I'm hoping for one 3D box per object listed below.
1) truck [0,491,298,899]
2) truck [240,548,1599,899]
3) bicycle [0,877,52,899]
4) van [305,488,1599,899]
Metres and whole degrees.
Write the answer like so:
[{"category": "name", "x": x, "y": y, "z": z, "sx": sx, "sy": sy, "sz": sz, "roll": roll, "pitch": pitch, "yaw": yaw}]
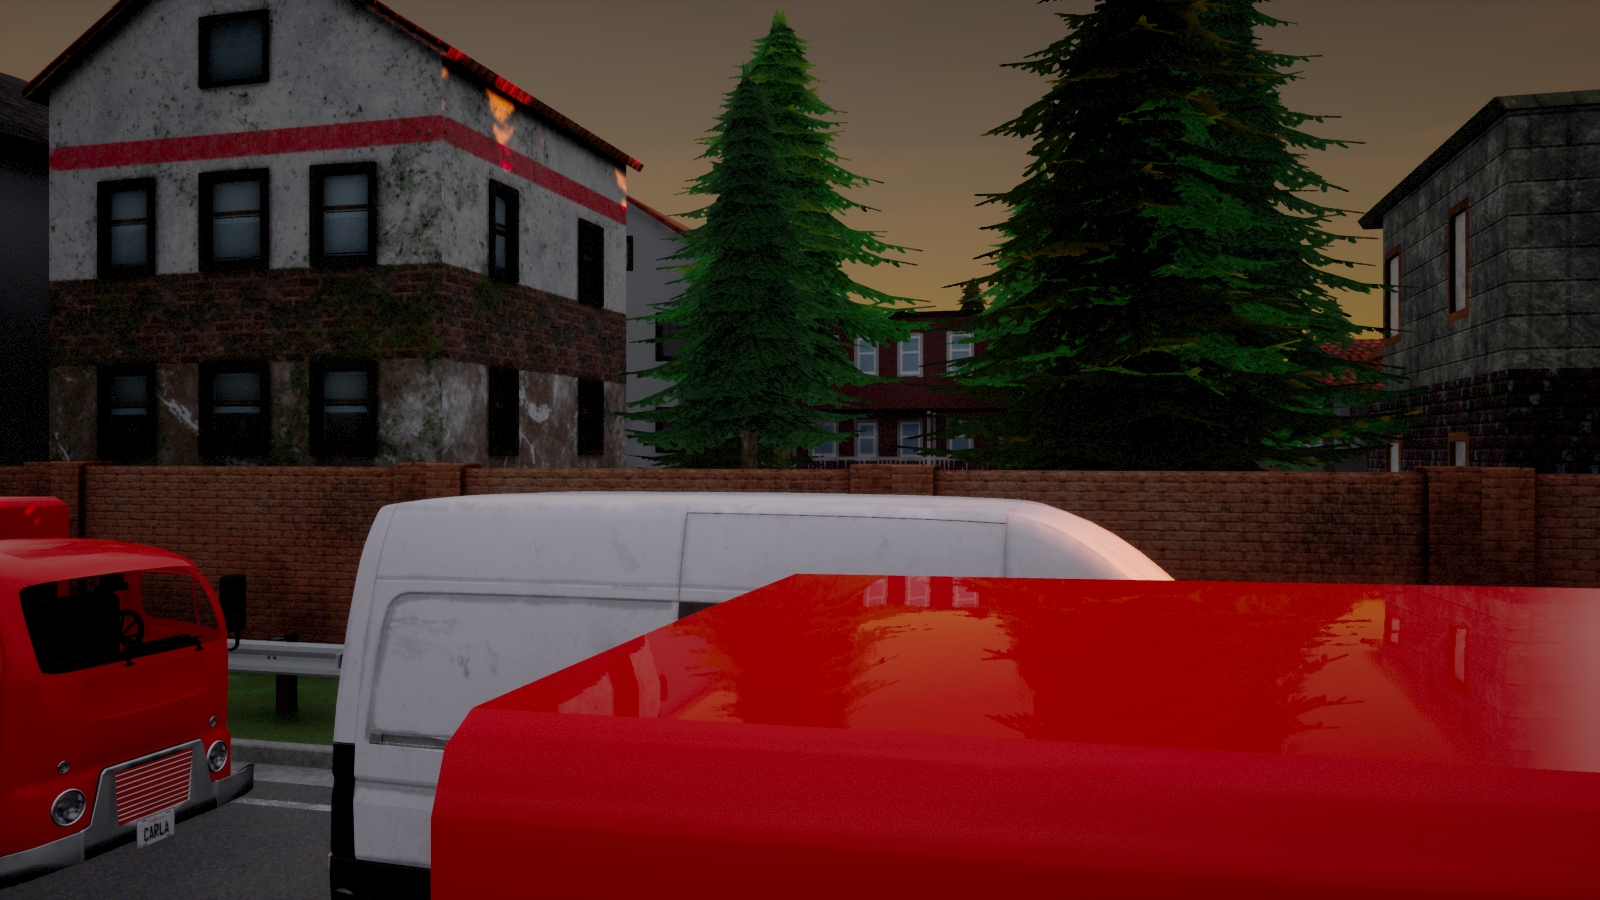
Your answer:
[{"category": "truck", "x": -6.587, "y": 1.568, "z": 7.895, "sx": 5.204, "sy": 2.467, "sz": 2.627, "roll": 0, "pitch": 0, "yaw": 15}, {"category": "truck", "x": 2.192, "y": 1.568, "z": 1.959, "sx": 5.204, "sy": 2.467, "sz": 2.627, "roll": 0, "pitch": 0, "yaw": 15}, {"category": "bicycle", "x": -3.101, "y": 2.056, "z": 3.494, "sx": 1.643, "sy": 1.496, "sz": 0.373, "roll": 0, "pitch": 0, "yaw": 16}, {"category": "van", "x": 0.608, "y": 1.535, "z": 6.000, "sx": 5.915, "sy": 2.561, "sz": 1.988, "roll": 0, "pitch": 0, "yaw": 15}]
